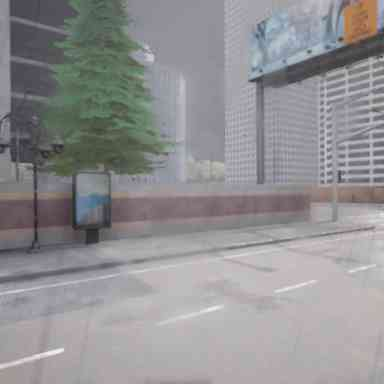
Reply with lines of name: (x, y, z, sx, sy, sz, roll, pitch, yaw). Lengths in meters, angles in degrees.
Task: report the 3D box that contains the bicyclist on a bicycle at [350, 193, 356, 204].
bicyclist on a bicycle: (22.931, 0.945, 47.413, 1.656, 1.620, 0.582, -1, 1, -35)
